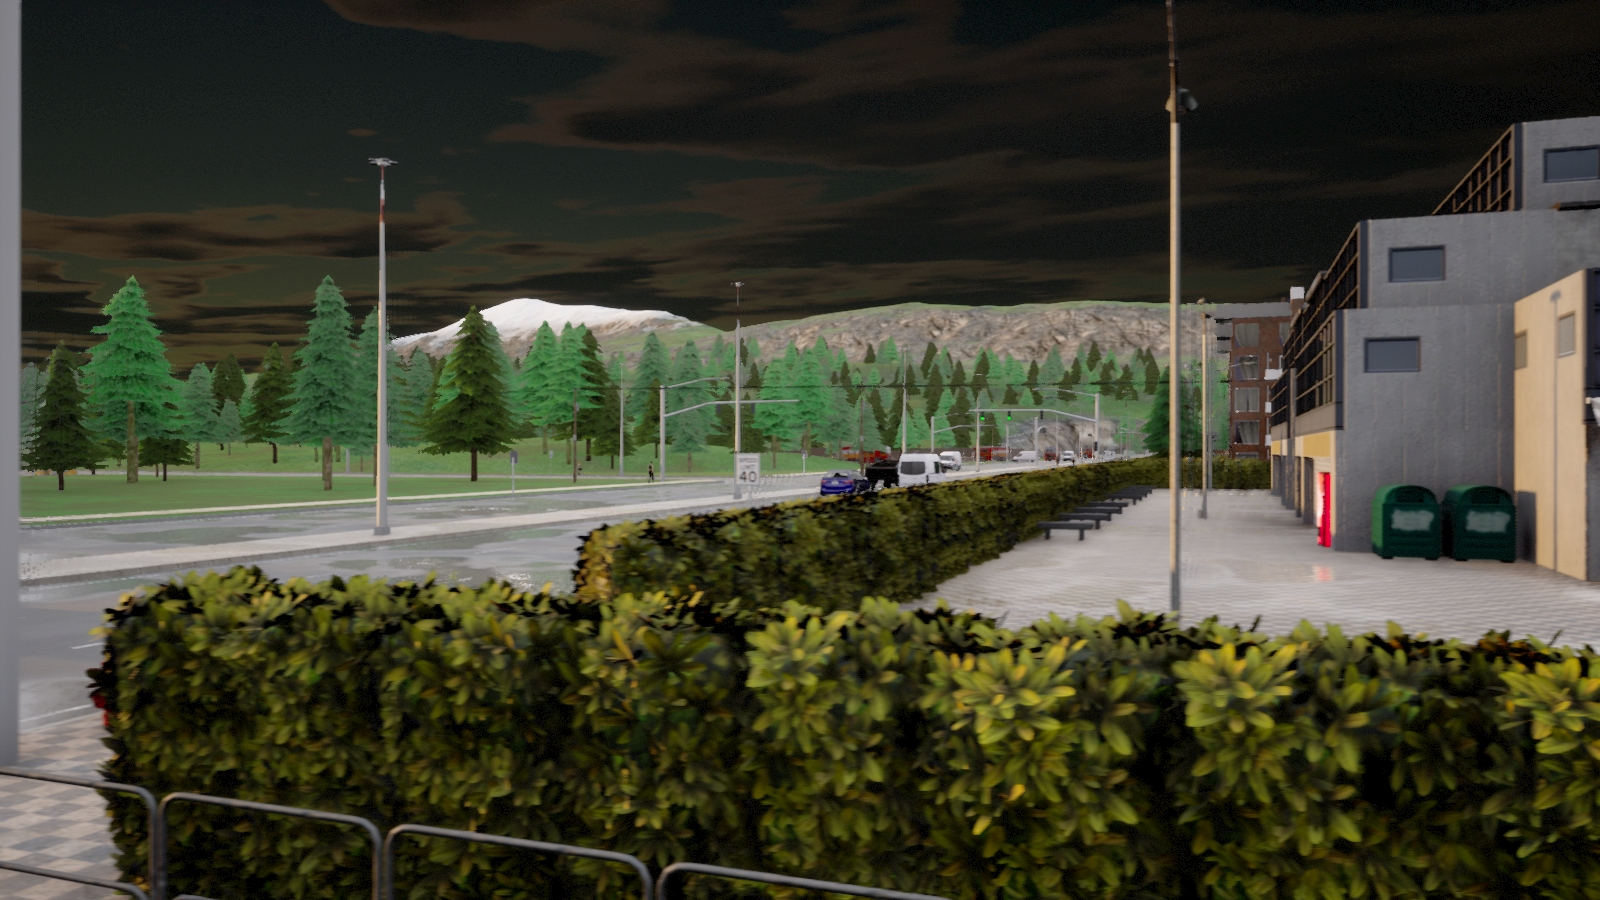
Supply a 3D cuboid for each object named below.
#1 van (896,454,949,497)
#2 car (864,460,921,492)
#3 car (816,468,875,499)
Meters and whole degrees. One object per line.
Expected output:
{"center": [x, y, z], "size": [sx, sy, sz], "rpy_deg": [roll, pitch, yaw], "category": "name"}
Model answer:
{"center": [7.811, 1.524, 72.226], "size": [1.988, 2.561, 5.915], "rpy_deg": [0, 0, 20], "category": "van"}
{"center": [6.405, 1.740, 78.705], "size": [2.390, 2.098, 6.274], "rpy_deg": [0, 0, 19], "category": "car"}
{"center": [2.790, 1.957, 68.540], "size": [2.242, 1.667, 4.611], "rpy_deg": [0, 0, 20], "category": "car"}
